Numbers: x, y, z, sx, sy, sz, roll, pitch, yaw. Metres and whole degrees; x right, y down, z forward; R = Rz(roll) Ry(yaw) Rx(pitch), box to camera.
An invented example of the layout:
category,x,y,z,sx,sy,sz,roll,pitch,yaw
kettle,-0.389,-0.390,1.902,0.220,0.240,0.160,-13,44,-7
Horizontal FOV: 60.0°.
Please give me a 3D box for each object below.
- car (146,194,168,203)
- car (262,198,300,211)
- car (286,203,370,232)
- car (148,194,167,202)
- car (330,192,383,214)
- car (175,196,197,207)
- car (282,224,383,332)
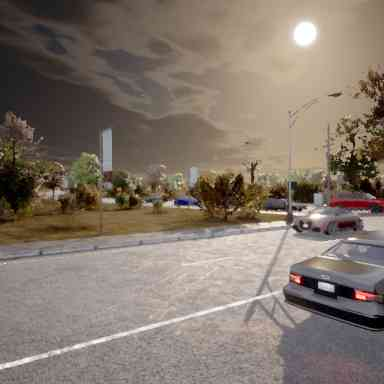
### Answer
category,x,y,z,sx,sy,sz,roll,pitch,yaw
car,-6.453,1.372,60.644,2.033,1.411,5.357,-1,0,-38
car,9.473,1.386,35.264,2.033,1.411,5.357,-1,0,-39
car,7.319,1.485,17.827,4.181,1.385,1.994,0,0,-35
car,-7.658,1.258,73.405,1.882,1.535,5.008,-1,0,-38
car,16.473,1.031,32.595,2.150,2.045,5.566,-1,0,-43
car,-0.527,1.322,47.656,1.882,1.535,5.008,-1,0,-39
car,4.143,1.528,6.719,5.357,1.411,2.033,0,0,-36
